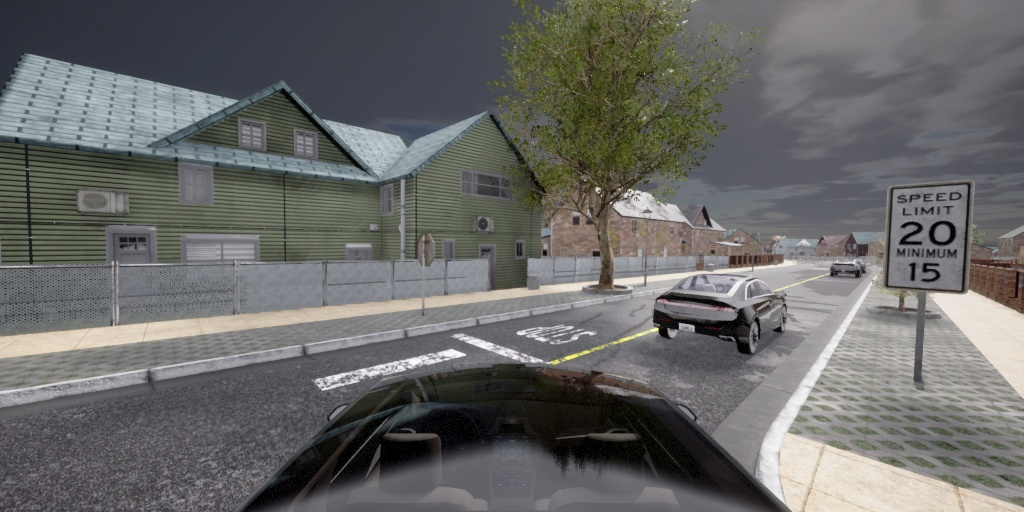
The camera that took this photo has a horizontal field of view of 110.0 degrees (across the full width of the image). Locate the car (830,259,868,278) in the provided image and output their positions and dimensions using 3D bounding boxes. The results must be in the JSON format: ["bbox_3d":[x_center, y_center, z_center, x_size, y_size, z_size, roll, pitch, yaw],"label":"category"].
[{"bbox_3d":[29.473,1.040,31.587,4.902,1.511,2.128,0,2,-43],"label":"car"}]

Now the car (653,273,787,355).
[{"bbox_3d":[5.199,1.181,8.702,4.902,1.511,2.128,0,2,-43],"label":"car"}]
